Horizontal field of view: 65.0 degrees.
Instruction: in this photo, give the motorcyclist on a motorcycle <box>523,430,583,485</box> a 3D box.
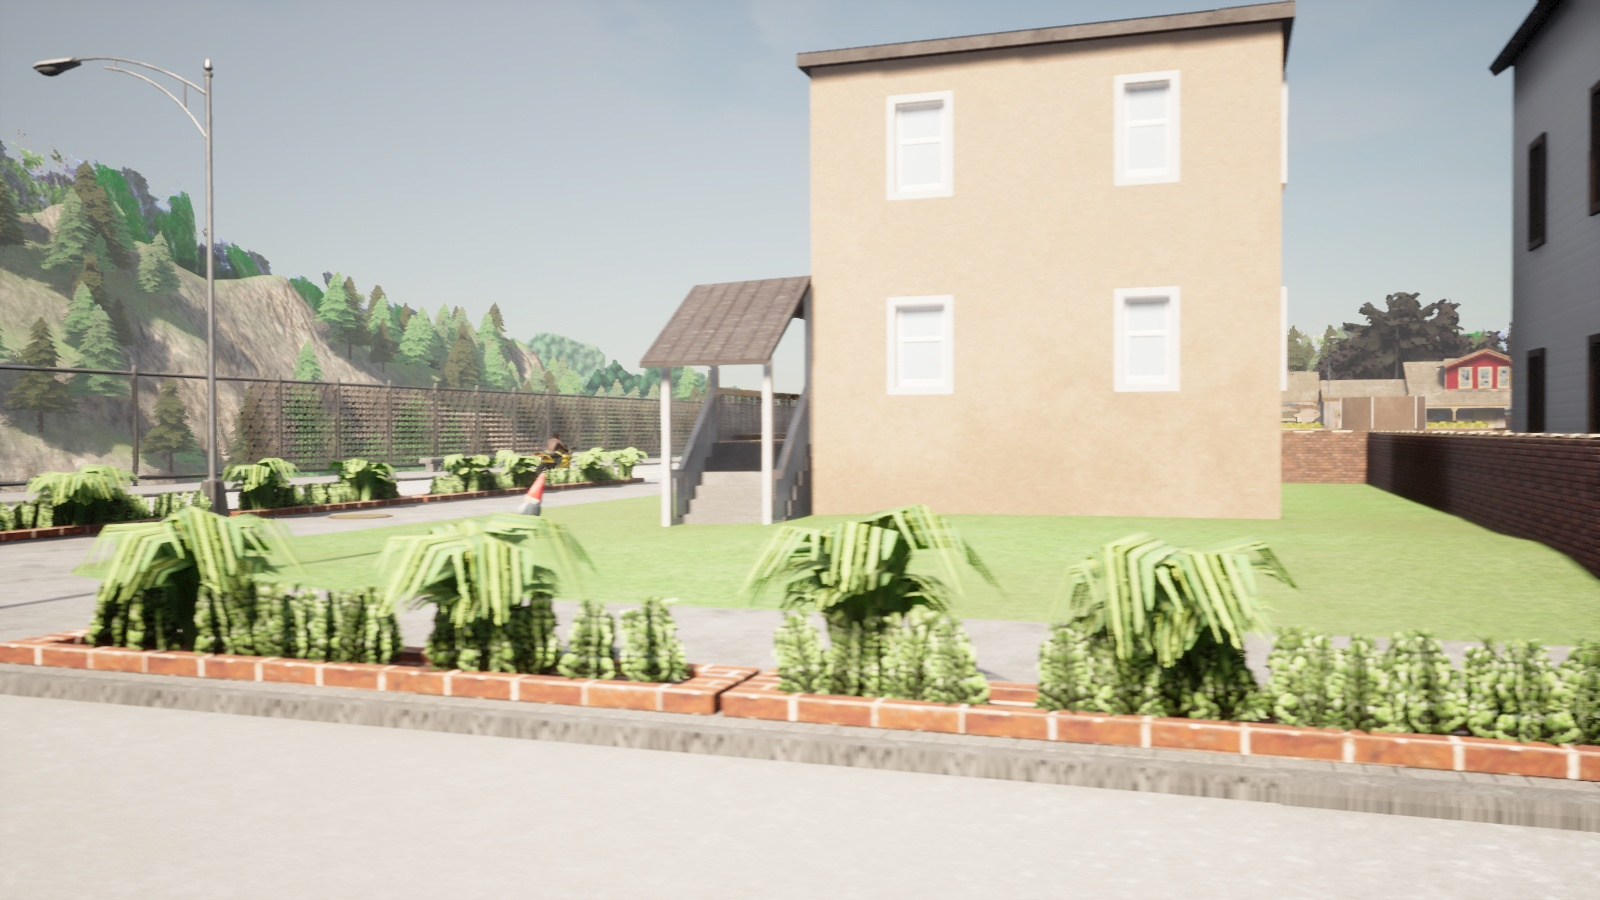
[{"bbox_3d":[-7.148,0.198,36.453,0.797,1.523,2.044,1,1,19],"label":"motorcyclist on a motorcycle"}]
